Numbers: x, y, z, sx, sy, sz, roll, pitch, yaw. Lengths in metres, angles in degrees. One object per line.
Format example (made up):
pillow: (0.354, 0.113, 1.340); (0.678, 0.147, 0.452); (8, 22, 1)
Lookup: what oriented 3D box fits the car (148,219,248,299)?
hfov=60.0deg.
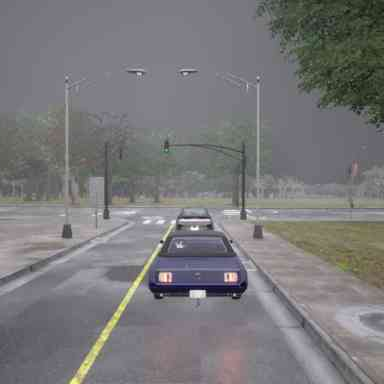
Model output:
car: (0.111, 1.607, 8.388); (1.895, 1.301, 4.718); (0, 0, 0)

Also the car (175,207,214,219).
car: (0.124, 1.519, 17.648); (2.128, 1.511, 4.902); (0, 0, 0)
